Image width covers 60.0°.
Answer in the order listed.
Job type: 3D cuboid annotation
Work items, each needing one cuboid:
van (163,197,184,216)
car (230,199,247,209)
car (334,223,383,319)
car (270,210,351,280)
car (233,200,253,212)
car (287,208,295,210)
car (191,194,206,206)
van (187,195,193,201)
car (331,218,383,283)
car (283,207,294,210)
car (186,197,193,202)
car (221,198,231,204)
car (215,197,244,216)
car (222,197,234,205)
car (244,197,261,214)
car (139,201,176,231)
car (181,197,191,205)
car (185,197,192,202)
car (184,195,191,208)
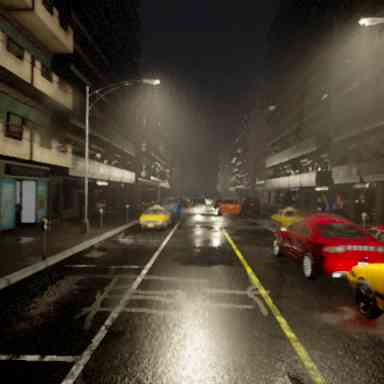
[{"bbox_3d":[-1.993,1.393,32.458,1.690,1.788,3.998,1,0,1],"label":"van"},{"bbox_3d":[6.769,1.777,49.223,2.008,1.369,4.403,0,0,1],"label":"car"},{"bbox_3d":[3.963,1.514,4.475,1.801,1.575,5.366,1,0,1],"label":"car"},{"bbox_3d":[3.938,1.549,10.250,1.882,1.535,5.008,1,0,-1],"label":"car"},{"bbox_3d":[6.640,1.753,43.563,2.008,1.369,4.403,0,0,1],"label":"car"},{"bbox_3d":[5.996,1.650,15.266,1.887,1.381,4.507,1,0,1],"label":"car"},{"bbox_3d":[1.355,1.428,61.101,2.150,2.045,5.566,1,0,1],"label":"car"},{"bbox_3d":[-0.578,1.707,94.723,1.690,1.788,3.998,0,0,1],"label":"van"},{"bbox_3d":[5.867,1.637,9.602,1.887,1.381,4.507,1,0,1],"label":"car"},{"bbox_3d":[6.128,1.646,21.093,1.752,1.417,4.829,1,0,1],"label":"car"},{"bbox_3d":[-0.708,1.911,89.060,1.802,1.307,4.206,0,0,1],"label":"car"},{"bbox_3d":[7.283,1.900,71.862,1.947,1.339,4.313,0,0,1],"label":"car"},{"bbox_3d":[3.806,1.484,34.444,2.097,1.767,4.553,1,0,2],"label":"car"},{"bbox_3d":[7.156,1.745,66.205,1.967,1.590,4.097,0,0,1],"label":"car"},{"bbox_3d":[6.513,1.494,37.903,2.192,1.841,5.009,0,0,1],"label":"car"},{"bbox_3d":[-2.256,1.539,20.967,1.752,1.417,4.829,1,0,1],"label":"car"},{"bbox_3d":[-1.225,1.724,66.250,1.752,1.417,4.829,0,0,1],"label":"car"},{"bbox_3d":[-0.836,1.876,83.401,1.802,1.307,4.206,0,0,1],"label":"car"},{"bbox_3d":[-1.607,1.560,49.439,1.967,1.590,4.097,0,0,1],"label":"car"}]
